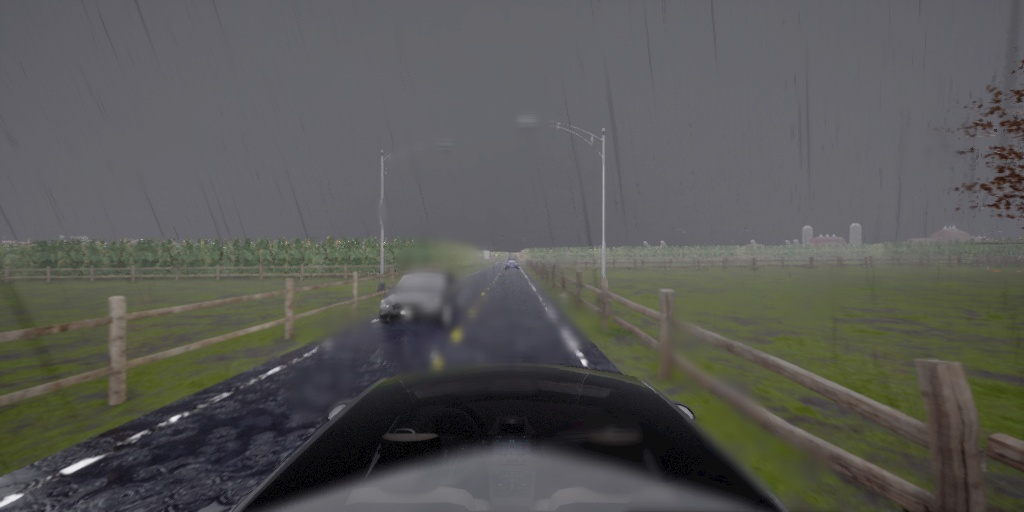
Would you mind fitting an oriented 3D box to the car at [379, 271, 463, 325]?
[{"bbox_3d":[-2.761,1.256,11.807,1.837,1.490,4.892,0,0,0],"label":"car"}]

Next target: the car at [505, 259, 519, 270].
[{"bbox_3d":[-0.021,1.232,52.030,1.812,1.442,4.674,0,0,0],"label":"car"}]
